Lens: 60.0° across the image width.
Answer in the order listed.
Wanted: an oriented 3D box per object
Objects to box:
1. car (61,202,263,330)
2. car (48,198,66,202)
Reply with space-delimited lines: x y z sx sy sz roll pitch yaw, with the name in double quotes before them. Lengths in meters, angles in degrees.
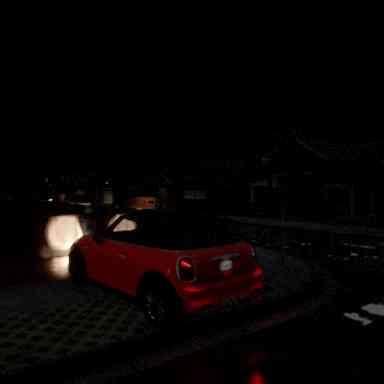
"car" -0.846 1.192 6.916 2.097 1.767 4.553 0 0 -41
"car" -19.032 1.523 46.638 2.033 1.411 5.357 0 0 -35
